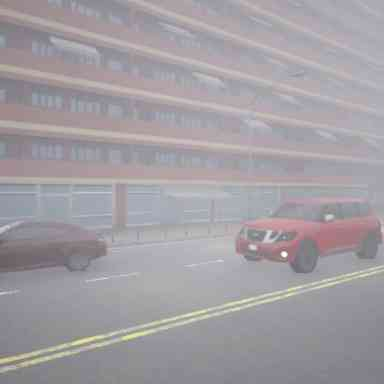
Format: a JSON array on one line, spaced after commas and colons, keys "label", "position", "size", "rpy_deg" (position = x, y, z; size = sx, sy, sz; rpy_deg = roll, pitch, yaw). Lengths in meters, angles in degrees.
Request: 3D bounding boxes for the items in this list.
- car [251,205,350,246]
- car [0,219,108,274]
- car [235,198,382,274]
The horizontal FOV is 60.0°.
[{"label": "car", "position": [5.340, 1.478, 16.060], "size": [5.008, 1.535, 1.882], "rpy_deg": [0, 0, -34]}, {"label": "car", "position": [-4.710, 1.526, 9.273], "size": [4.674, 1.442, 1.812], "rpy_deg": [0, 0, -33]}, {"label": "car", "position": [4.000, 1.225, 10.919], "size": [5.566, 2.045, 2.150], "rpy_deg": [0, 0, -34]}]
